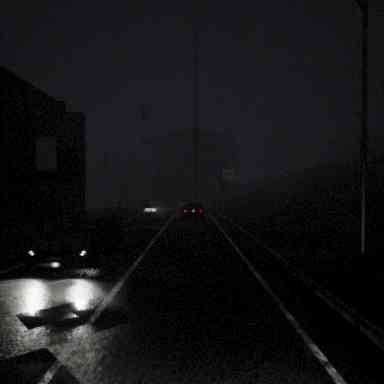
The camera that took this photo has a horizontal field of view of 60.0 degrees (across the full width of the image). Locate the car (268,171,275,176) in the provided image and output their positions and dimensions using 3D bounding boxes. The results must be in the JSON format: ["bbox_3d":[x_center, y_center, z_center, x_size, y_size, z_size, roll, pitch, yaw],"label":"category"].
[{"bbox_3d":[21.272,-4.515,82.713,2.185,1.767,4.553,0,1,-1],"label":"car"}]

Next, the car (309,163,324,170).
[{"bbox_3d":[21.875,-4.021,55.092,2.231,1.521,4.892,0,1,-1],"label":"car"}]

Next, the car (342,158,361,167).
[{"bbox_3d":[22.457,-3.812,44.014,2.097,1.535,5.008,0,1,-4],"label":"car"}]

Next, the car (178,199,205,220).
[{"bbox_3d":[0.107,1.536,28.163,2.033,1.411,5.357,0,0,0],"label":"car"}]

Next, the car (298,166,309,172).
[{"bbox_3d":[21.747,-4.106,60.610,2.231,1.521,4.892,0,1,-1],"label":"car"}]

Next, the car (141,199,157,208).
[{"bbox_3d":[-7.162,1.923,55.165,2.128,1.511,4.902,0,-2,-19],"label":"car"}]

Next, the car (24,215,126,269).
[{"bbox_3d":[-3.597,1.532,11.417,2.033,1.411,5.357,0,0,0],"label":"car"}]

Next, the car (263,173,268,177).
[{"bbox_3d":[21.153,-4.582,88.232,2.185,1.767,4.553,0,1,-1],"label":"car"}]

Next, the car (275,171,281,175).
[{"bbox_3d":[21.394,-4.278,77.040,2.002,1.452,4.674,0,1,-1],"label":"car"}]

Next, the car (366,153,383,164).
[{"bbox_3d":[22.924,-3.830,38.508,2.185,1.767,4.553,0,1,-5],"label":"car"}]

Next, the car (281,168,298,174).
[{"bbox_3d":[21.512,-4.374,71.547,2.185,1.767,4.553,0,1,-1],"label":"car"}]

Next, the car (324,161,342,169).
[{"bbox_3d":[22.106,-3.879,49.551,2.002,1.452,4.674,0,1,-2],"label":"car"}]

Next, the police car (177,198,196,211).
[{"bbox_3d":[-0.737,1.652,43.800,2.038,1.542,4.974,0,0,-6],"label":"police car"}]
